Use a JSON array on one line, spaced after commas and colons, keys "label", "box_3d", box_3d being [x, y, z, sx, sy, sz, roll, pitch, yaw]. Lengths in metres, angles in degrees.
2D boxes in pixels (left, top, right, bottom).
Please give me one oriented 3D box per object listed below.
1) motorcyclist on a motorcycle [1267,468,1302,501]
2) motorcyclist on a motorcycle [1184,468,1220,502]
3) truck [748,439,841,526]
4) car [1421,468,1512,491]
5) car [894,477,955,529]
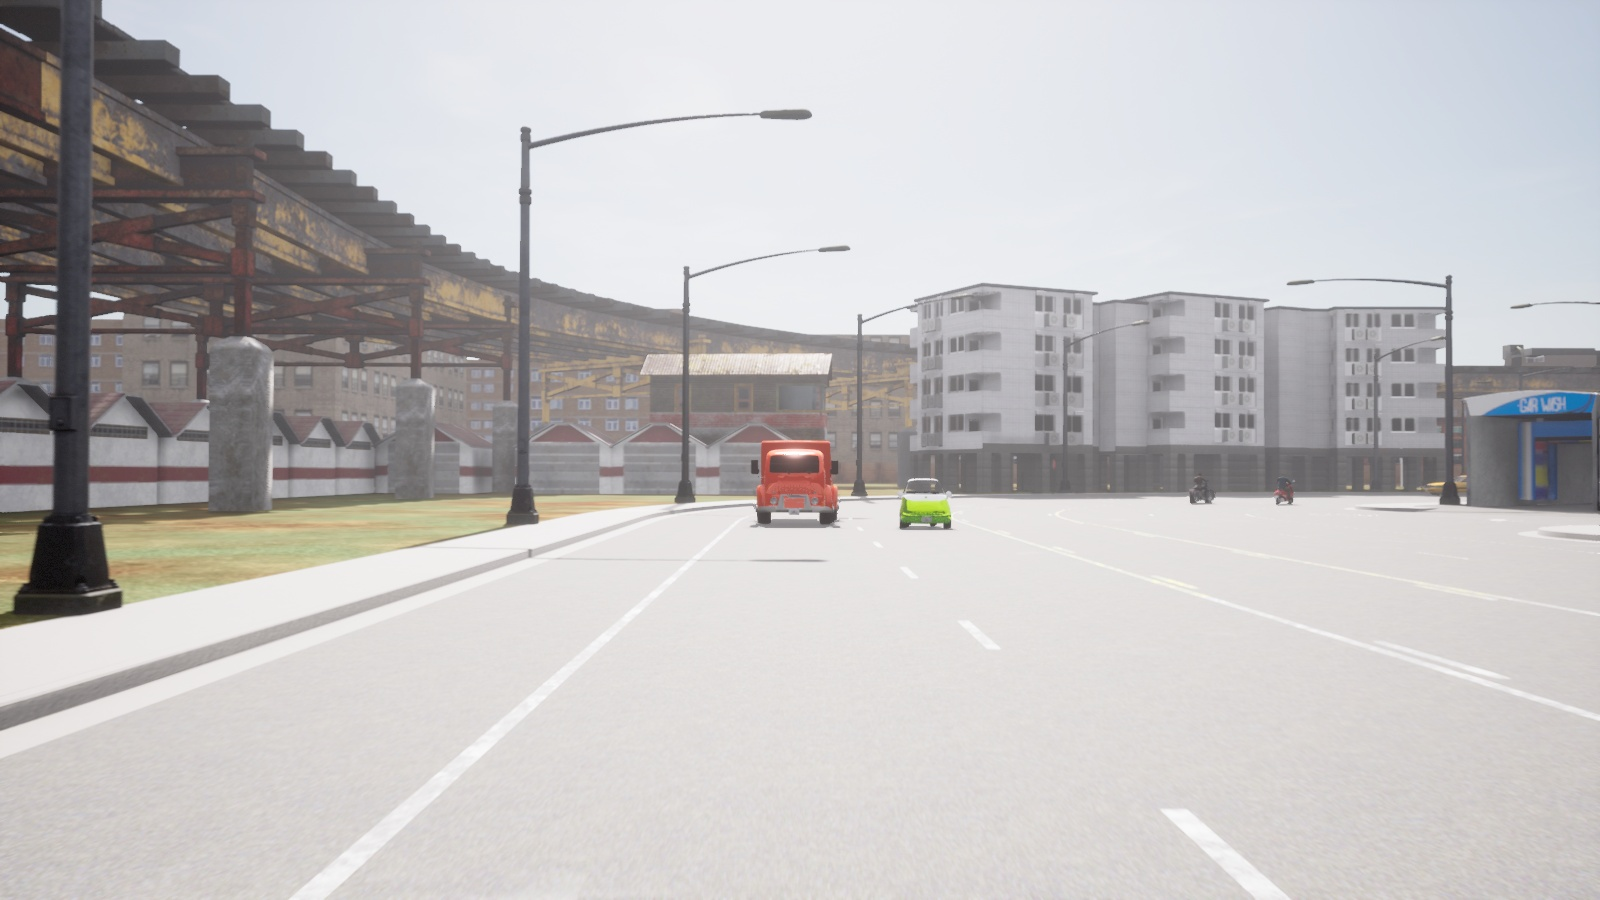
[{"label": "motorcyclist on a motorcycle", "box_3d": [23.774, 1.699, 61.580, 1.817, 1.590, 0.866, 1, -1, -43]}, {"label": "motorcyclist on a motorcycle", "box_3d": [20.164, 1.733, 62.975, 0.766, 1.649, 2.350, -1, -1, 43]}, {"label": "truck", "box_3d": [-0.107, 0.963, 38.090, 2.627, 2.467, 5.204, 0, -1, 1]}, {"label": "car", "box_3d": [45.453, 1.999, 85.673, 5.366, 1.575, 1.801, 0, -1, -4]}, {"label": "car", "box_3d": [3.407, 1.433, 34.682, 1.481, 1.376, 2.207, 0, -1, 0]}]
